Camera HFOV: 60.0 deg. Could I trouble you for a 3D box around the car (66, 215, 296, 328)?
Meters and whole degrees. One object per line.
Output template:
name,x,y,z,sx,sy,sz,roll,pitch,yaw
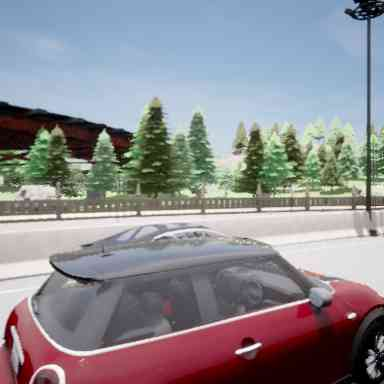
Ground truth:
car,-0.119,1.461,7.674,4.902,1.511,2.128,0,0,-32

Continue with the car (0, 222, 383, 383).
car,0.361,1.335,3.835,4.553,1.767,2.097,0,0,-34
